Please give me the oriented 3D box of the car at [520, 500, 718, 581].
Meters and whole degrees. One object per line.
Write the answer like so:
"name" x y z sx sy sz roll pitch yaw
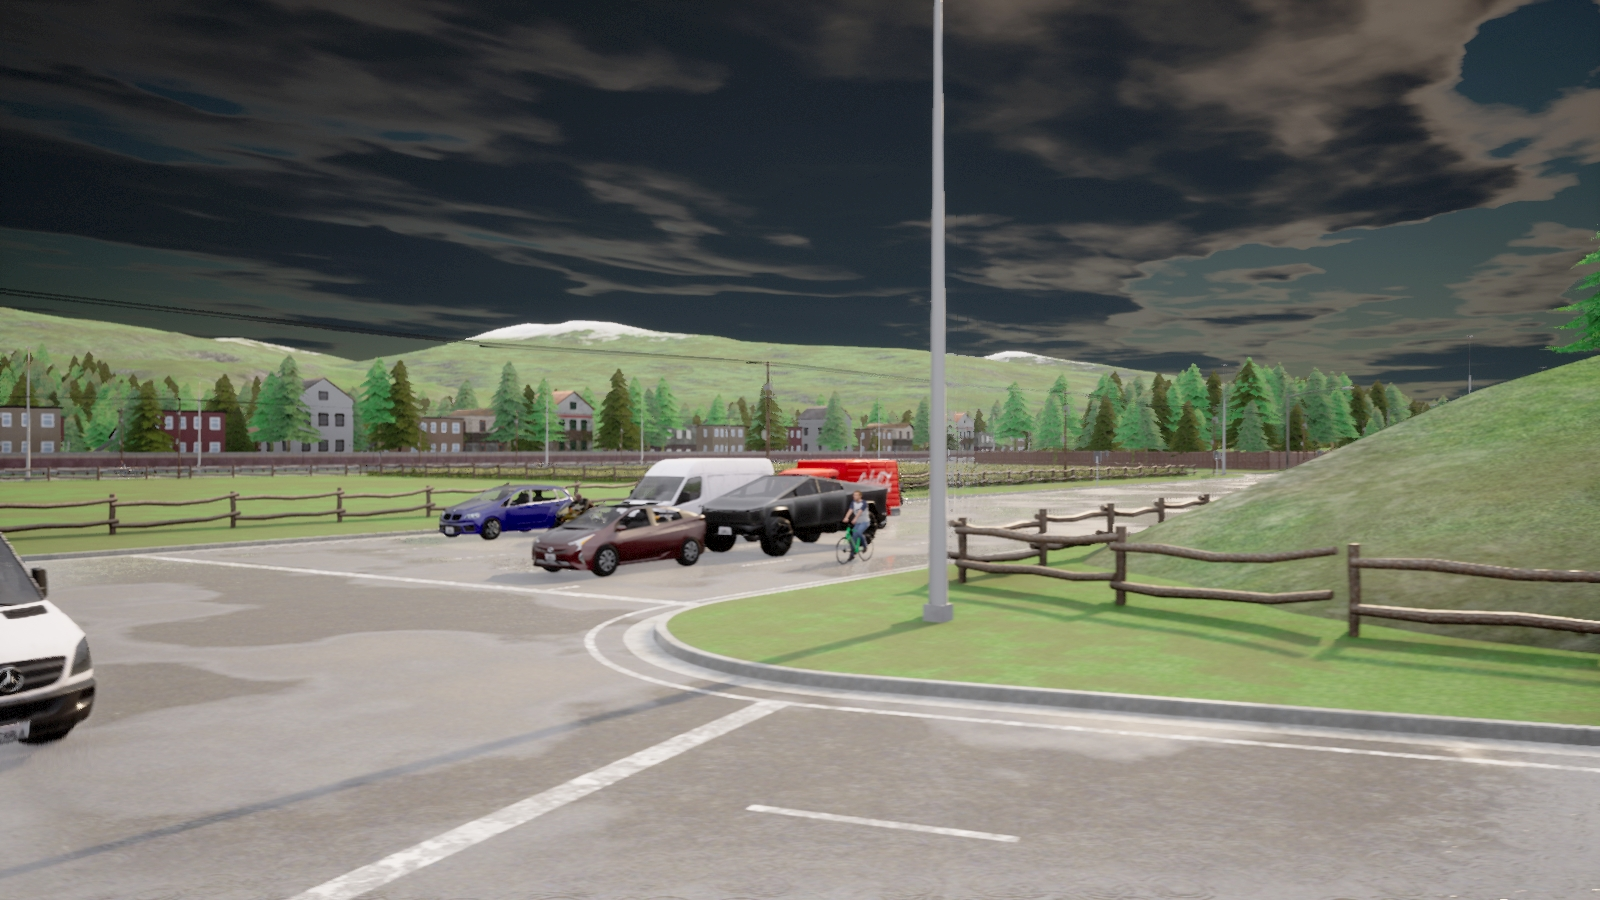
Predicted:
"car" -4.154 2.045 26.904 2.007 1.525 4.514 0 0 36

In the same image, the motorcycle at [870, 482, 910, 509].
"motorcycle" 4.410 2.213 55.770 0.867 1.251 2.209 0 0 37

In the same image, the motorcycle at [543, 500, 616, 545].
"motorcycle" -6.754 2.212 35.118 0.867 1.251 2.209 0 0 37

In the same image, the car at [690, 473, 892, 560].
"car" -0.091 1.759 32.330 2.390 2.098 6.274 0 0 37

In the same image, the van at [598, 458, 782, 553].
"van" -3.138 1.540 34.111 1.988 2.561 5.915 0 0 37

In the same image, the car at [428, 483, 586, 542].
"car" -9.493 1.975 37.297 2.242 1.667 4.611 0 0 37

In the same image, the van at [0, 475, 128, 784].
"van" -9.368 1.538 11.027 5.915 2.561 1.988 0 0 26

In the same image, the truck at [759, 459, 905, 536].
"truck" 1.202 1.572 40.038 2.627 2.467 5.204 0 0 36

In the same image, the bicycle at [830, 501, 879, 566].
"bicycle" 1.372 2.060 28.451 0.373 1.496 1.643 0 0 37
